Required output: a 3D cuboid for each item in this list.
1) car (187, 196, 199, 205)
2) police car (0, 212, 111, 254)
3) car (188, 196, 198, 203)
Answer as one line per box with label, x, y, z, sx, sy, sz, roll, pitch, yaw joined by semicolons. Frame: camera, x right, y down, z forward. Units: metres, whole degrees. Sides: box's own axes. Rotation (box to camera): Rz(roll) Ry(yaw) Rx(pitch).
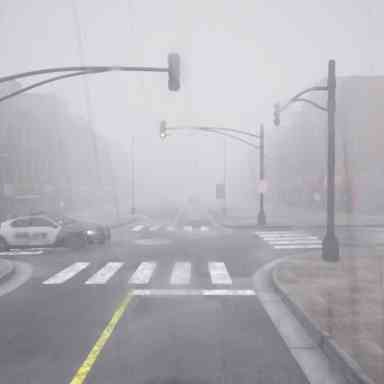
car;0.207;1.502;58.316;1.837;1.490;4.892;0;0;0
police car;-6.019;1.631;13.842;4.974;1.542;2.038;-2;0;0
car;0.244;1.522;68.738;2.033;1.411;5.357;0;0;0
